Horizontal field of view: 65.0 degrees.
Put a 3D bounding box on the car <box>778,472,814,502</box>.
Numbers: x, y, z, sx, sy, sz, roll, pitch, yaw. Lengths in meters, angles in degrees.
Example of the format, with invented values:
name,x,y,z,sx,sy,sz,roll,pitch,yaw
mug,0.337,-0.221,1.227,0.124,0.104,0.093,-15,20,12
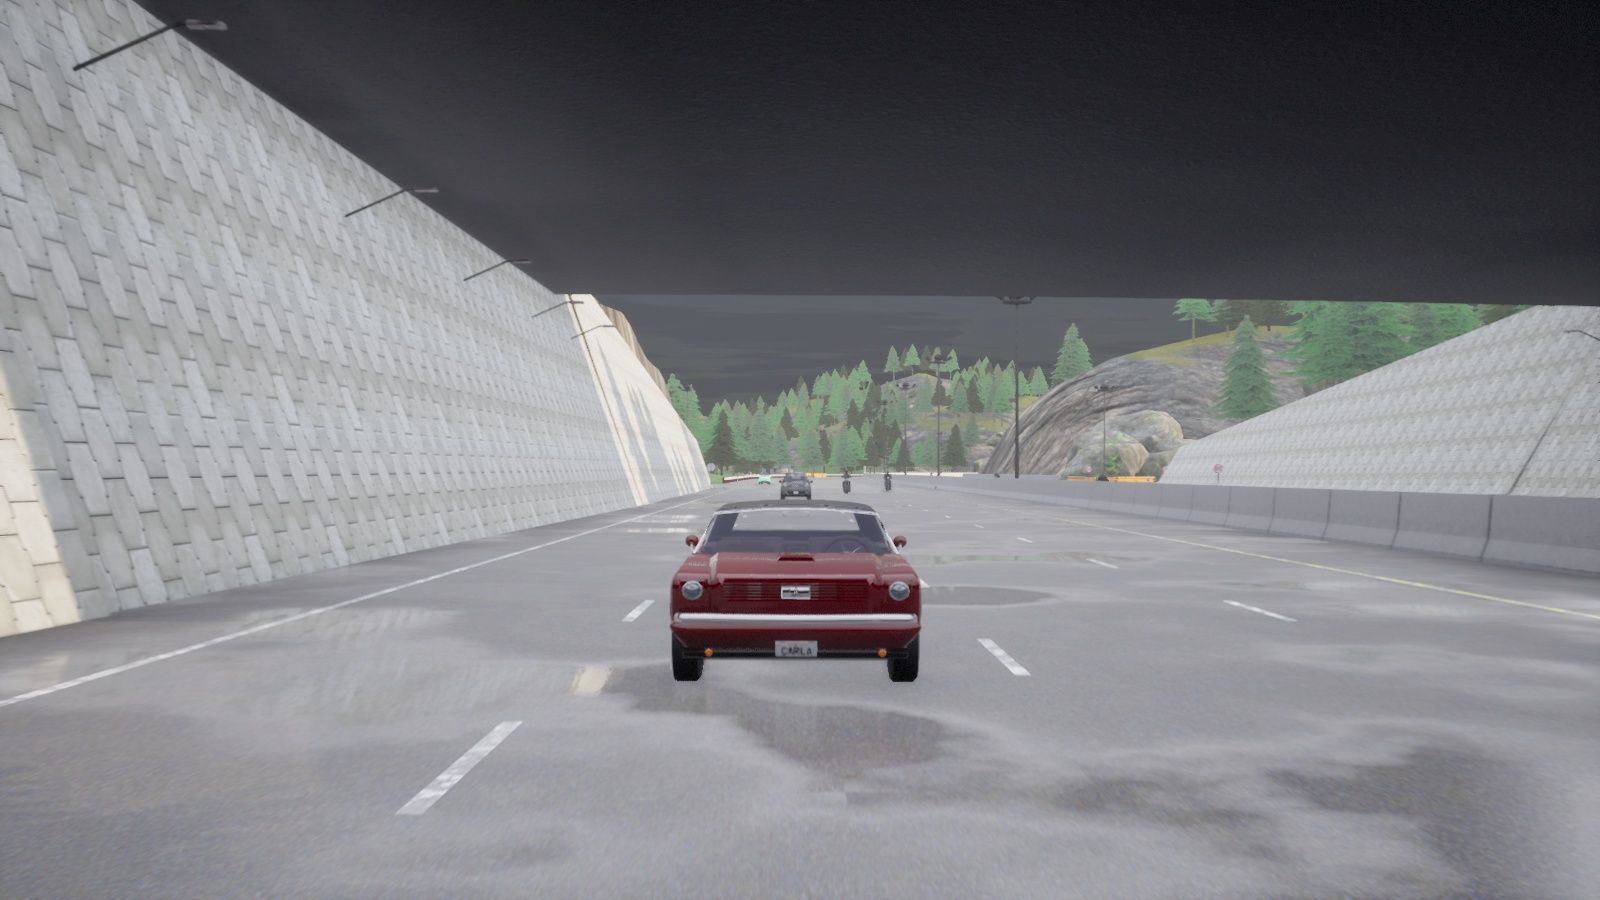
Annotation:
name,x,y,z,sx,sy,sz,roll,pitch,yaw
car,-0.198,1.945,66.639,1.845,1.501,3.633,0,-1,0

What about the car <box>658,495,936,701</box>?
name,x,y,z,sx,sy,sz,roll,pitch,yaw
car,-0.026,1.098,10.955,1.895,1.301,4.718,0,-1,0
